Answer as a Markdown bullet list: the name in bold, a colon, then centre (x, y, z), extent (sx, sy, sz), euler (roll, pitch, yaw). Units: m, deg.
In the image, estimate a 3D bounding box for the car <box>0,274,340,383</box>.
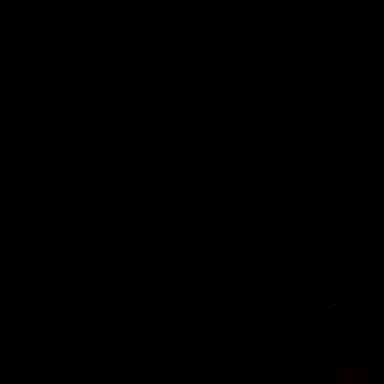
- **car**: centre (-0.974, 1.478, 2.382), extent (5.008, 1.535, 1.882), euler (0, 0, -35)
